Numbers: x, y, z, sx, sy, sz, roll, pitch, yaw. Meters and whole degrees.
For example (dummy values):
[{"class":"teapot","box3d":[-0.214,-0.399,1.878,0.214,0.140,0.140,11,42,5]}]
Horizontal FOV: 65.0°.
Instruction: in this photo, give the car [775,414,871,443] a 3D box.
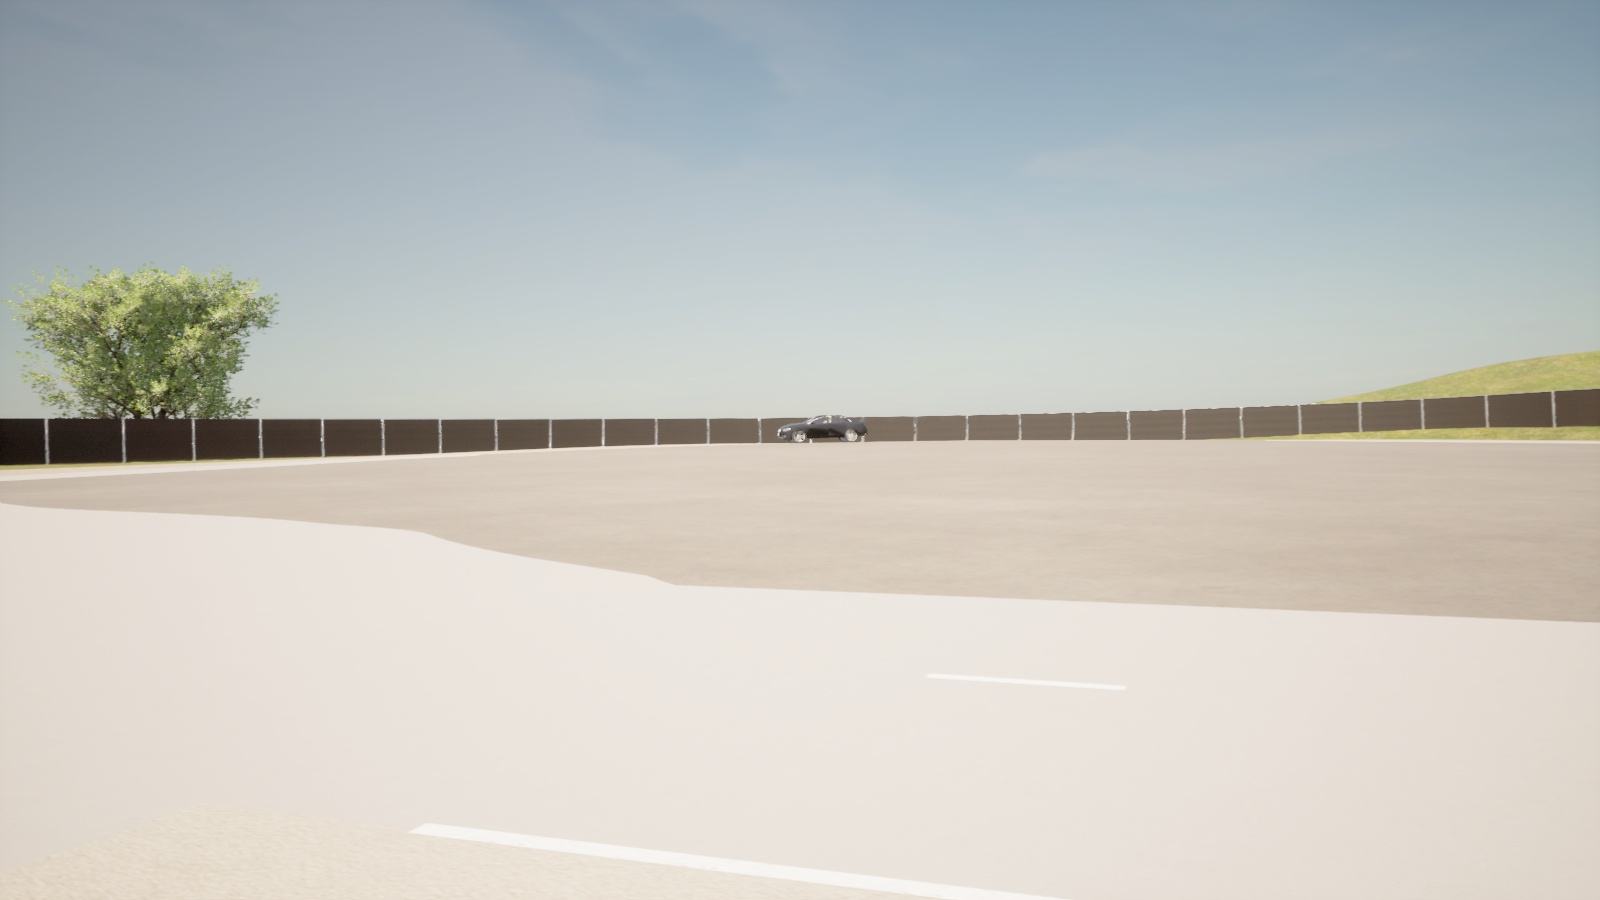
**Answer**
[{"class":"car","box3d":[1.234,-1.166,68.244,4.902,1.511,2.128,-1,0,-11]}]
